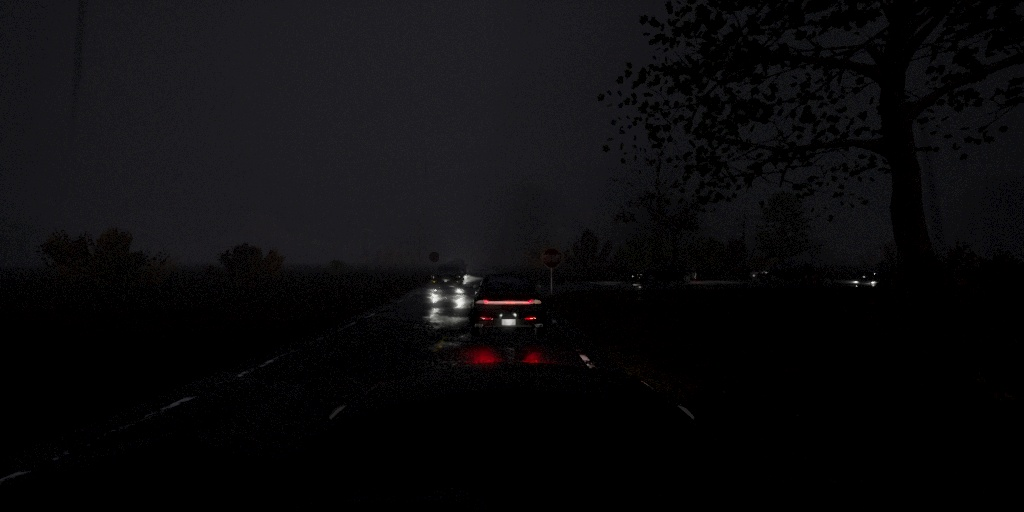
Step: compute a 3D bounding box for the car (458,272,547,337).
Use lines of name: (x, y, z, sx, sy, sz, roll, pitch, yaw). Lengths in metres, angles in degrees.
car: (-0.135, 1.241, 10.300, 2.128, 1.511, 4.902, 0, 0, -2)

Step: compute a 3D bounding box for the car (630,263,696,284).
car: (11.426, 1.284, 27.187, 4.892, 1.490, 1.837, 0, 0, -9)

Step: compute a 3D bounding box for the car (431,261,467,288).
car: (-4.164, 1.254, 23.799, 1.837, 1.490, 4.892, 0, 0, -5)

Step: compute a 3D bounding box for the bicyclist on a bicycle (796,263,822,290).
bicyclist on a bicycle: (18.043, 1.233, 21.798, 0.582, 1.620, 1.656, 0, 0, -9)

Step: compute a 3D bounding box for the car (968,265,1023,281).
car: (38.896, 1.300, 28.246, 5.008, 1.535, 1.882, 0, 0, -9)

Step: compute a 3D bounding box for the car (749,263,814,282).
car: (21.580, 1.290, 28.777, 4.902, 1.511, 2.128, 0, 0, -9)

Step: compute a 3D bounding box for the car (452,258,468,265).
car: (-6.027, 1.235, 40.270, 2.128, 1.511, 4.902, 0, 0, -8)

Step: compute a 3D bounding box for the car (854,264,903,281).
car: (32.080, 1.366, 30.411, 5.357, 1.411, 2.033, 0, 0, -9)
